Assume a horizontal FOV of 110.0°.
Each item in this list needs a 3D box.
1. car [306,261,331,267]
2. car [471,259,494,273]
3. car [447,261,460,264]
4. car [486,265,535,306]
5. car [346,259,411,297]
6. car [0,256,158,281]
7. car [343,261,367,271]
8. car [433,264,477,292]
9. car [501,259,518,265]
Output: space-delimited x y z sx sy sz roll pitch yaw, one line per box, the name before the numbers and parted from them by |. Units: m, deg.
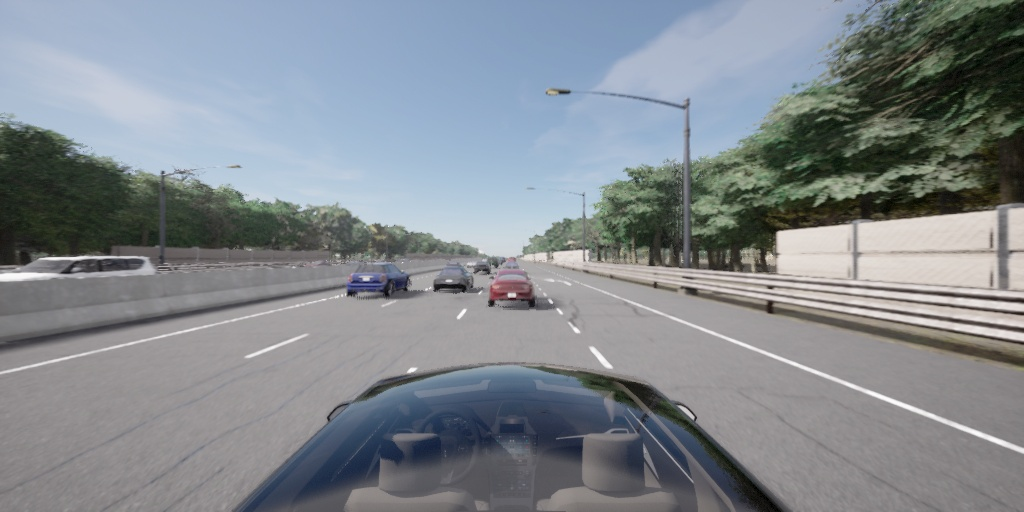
car | -28.058 1.448 52.115 1.812 1.442 4.674 0 0 1
car | -3.514 1.406 43.700 1.837 1.490 4.892 0 0 0
car | -7.011 1.391 43.701 2.128 1.511 4.902 0 0 0
car | -0.005 1.313 15.810 1.812 1.442 4.674 0 0 0
car | -7.006 1.150 19.349 2.097 1.767 4.553 0 0 0
car | -17.598 1.001 14.425 2.150 2.045 5.566 0 0 0
car | -24.541 1.500 56.145 1.994 1.385 4.181 0 0 1
car | -3.508 1.374 22.097 1.994 1.385 4.181 0 0 0
car | -0.013 1.447 43.693 2.033 1.411 5.357 0 0 0
